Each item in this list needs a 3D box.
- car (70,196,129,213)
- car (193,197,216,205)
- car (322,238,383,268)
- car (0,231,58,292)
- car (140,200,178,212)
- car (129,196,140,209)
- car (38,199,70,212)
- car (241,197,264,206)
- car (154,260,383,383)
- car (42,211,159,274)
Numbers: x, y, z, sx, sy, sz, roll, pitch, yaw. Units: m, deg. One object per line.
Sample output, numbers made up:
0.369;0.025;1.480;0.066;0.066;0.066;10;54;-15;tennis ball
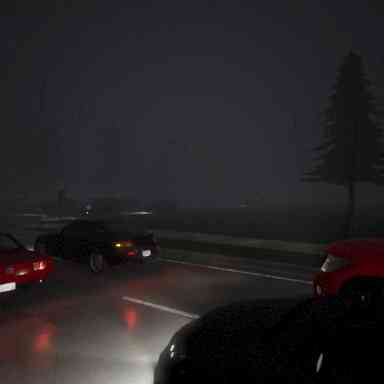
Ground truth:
-8.593;1.352;31.186;2.097;1.767;4.553;0;0;36;car
2.157;1.601;57.412;1.895;1.301;4.718;0;0;37;car
4.765;1.221;4.866;5.566;2.045;2.150;0;0;36;car
-5.442;1.601;7.907;4.718;1.301;1.895;0;0;36;car
-3.468;1.564;38.108;1.994;1.385;4.181;0;0;37;car
-8.621;1.353;42.909;2.097;1.767;4.553;0;0;37;car
-13.995;1.505;35.663;1.837;1.490;4.892;0;0;37;car
10.373;1.547;56.702;2.033;1.411;5.357;0;0;37;car
1.673;1.564;2.787;4.181;1.385;1.994;0;0;36;car
-3.108;1.526;10.537;4.674;1.442;1.812;0;0;36;car
